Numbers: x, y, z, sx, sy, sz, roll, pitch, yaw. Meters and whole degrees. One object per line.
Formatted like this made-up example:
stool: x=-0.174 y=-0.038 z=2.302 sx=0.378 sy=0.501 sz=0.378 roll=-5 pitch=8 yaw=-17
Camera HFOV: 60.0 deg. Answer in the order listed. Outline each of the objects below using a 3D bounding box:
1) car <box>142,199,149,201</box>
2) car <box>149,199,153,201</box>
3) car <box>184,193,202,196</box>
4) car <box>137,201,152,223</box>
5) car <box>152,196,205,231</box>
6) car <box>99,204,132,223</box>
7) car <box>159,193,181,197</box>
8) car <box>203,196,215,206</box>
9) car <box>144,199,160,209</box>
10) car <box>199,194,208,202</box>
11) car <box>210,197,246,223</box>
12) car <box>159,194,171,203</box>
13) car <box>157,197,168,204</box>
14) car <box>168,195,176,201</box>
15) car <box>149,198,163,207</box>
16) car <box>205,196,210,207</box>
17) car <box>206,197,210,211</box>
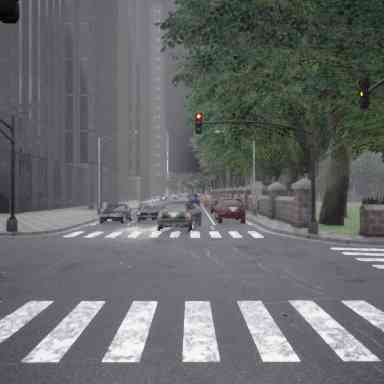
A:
car: x=-5.653 y=1.580 z=41.631 sx=2.008 sy=1.369 sz=4.403 roll=0 pitch=0 yaw=0
car: x=-3.001 y=1.569 z=35.518 sx=2.033 sy=1.411 sz=5.357 roll=0 pitch=0 yaw=1
car: x=0.193 y=1.266 z=55.128 sx=2.150 sy=2.045 sz=5.566 roll=0 pitch=0 yaw=1
car: x=-3.032 y=1.612 z=25.700 sx=1.895 sy=1.301 sz=4.718 roll=0 pitch=0 yaw=0
car: x=-0.673 y=1.361 z=20.875 sx=2.097 sy=1.767 sz=4.553 roll=0 pitch=0 yaw=10
car: x=-5.696 y=1.577 z=25.261 sx=1.947 sy=1.339 sz=4.313 roll=0 pitch=0 yaw=0
car: x=-2.968 y=1.386 z=45.794 sx=2.097 sy=1.767 sz=4.553 roll=0 pitch=0 yaw=0
car: x=2.915 y=1.487 z=57.986 sx=1.967 sy=1.590 sz=4.097 roll=0 pitch=0 yaw=0
car: x=-5.639 y=1.617 z=47.089 sx=1.802 sy=1.307 sz=4.206 roll=0 pitch=0 yaw=0
car: x=2.587 y=1.425 z=75.874 sx=2.097 sy=1.767 sz=4.553 roll=0 pitch=0 yaw=0
car: x=2.829 y=1.326 z=25.248 sx=2.192 sy=1.841 sz=5.009 roll=0 pitch=0 yaw=0
car: x=-5.581 y=1.375 z=68.917 sx=2.192 sy=1.841 sz=5.009 roll=0 pitch=0 yaw=0
car: x=-5.596 y=1.636 z=63.460 sx=1.802 sy=1.307 sz=4.206 roll=0 pitch=0 yaw=0
car: x=-5.524 y=1.534 z=90.745 sx=1.967 sy=1.590 sz=4.097 roll=0 pitch=0 yaw=0
car: x=-5.624 y=1.623 z=52.546 sx=1.802 sy=1.307 sz=4.206 roll=0 pitch=0 yaw=0
car: x=2.872 y=1.580 z=41.616 sx=2.008 sy=1.369 sz=4.403 roll=0 pitch=0 yaw=0
car: x=2.858 y=1.588 z=36.160 sx=1.947 sy=1.339 sz=4.313 roll=0 pitch=0 yaw=0
